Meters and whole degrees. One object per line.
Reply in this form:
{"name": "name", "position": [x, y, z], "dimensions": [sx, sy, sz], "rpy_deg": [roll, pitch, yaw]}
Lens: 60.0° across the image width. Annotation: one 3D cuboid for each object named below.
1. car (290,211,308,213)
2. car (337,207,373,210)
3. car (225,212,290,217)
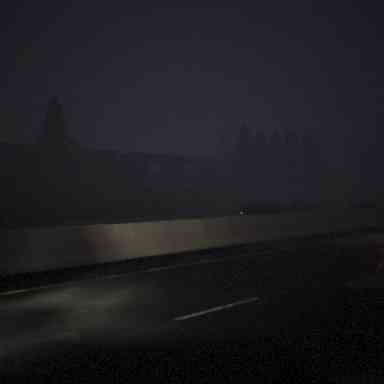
{"name": "car", "position": [10.074, 1.387, 32.713], "dimensions": [5.008, 1.535, 1.882], "rpy_deg": [0, 0, -37]}
{"name": "car", "position": [13.591, 1.455, 26.615], "dimensions": [5.357, 1.411, 2.033], "rpy_deg": [0, 0, -37]}
{"name": "car", "position": [4.595, 1.431, 24.469], "dimensions": [4.902, 1.511, 2.128], "rpy_deg": [0, 0, -36]}
